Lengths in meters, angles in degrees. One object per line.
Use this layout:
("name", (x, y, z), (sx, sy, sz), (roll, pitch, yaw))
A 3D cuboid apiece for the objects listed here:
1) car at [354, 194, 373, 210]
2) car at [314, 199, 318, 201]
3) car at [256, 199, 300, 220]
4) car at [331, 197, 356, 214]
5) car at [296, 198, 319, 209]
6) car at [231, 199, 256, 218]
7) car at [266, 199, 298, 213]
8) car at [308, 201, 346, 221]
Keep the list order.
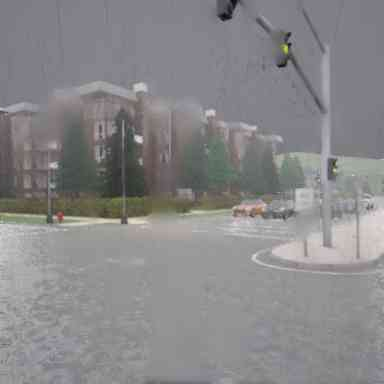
("car", (22.765, 1.296, 44.551), (2.150, 2.045, 5.566), (-1, 0, 36))
("car", (13.053, 1.613, 36.830), (1.837, 1.490, 4.892), (-1, 0, 35))
("car", (7.817, 1.459, 29.369), (2.097, 1.767, 4.553), (-1, 0, 35))
("car", (16.655, 1.599, 35.866), (1.812, 1.442, 4.674), (-1, 0, 35))
("car", (16.836, 1.622, 48.278), (1.882, 1.535, 5.008), (-1, 0, 35))
("car", (5.625, 1.494, 32.328), (2.097, 1.767, 4.553), (-1, 0, 35))
("car", (10.828, 1.634, 39.744), (2.128, 1.511, 4.902), (-1, 0, 35))
("car", (11.453, 1.673, 28.459), (1.895, 1.301, 4.718), (-1, 0, 35))
